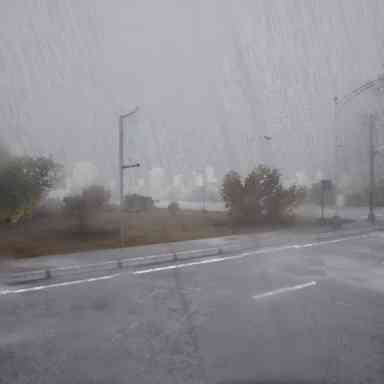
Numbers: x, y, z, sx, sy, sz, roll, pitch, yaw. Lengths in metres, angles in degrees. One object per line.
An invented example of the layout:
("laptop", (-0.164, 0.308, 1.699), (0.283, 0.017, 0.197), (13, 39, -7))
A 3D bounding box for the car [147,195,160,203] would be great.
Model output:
("car", (-7.830, 1.408, 61.542), (1.837, 1.490, 4.892), (0, 0, -39))

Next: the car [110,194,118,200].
("car", (-21.843, 1.208, 91.156), (1.837, 1.490, 4.892), (0, 0, -36))
